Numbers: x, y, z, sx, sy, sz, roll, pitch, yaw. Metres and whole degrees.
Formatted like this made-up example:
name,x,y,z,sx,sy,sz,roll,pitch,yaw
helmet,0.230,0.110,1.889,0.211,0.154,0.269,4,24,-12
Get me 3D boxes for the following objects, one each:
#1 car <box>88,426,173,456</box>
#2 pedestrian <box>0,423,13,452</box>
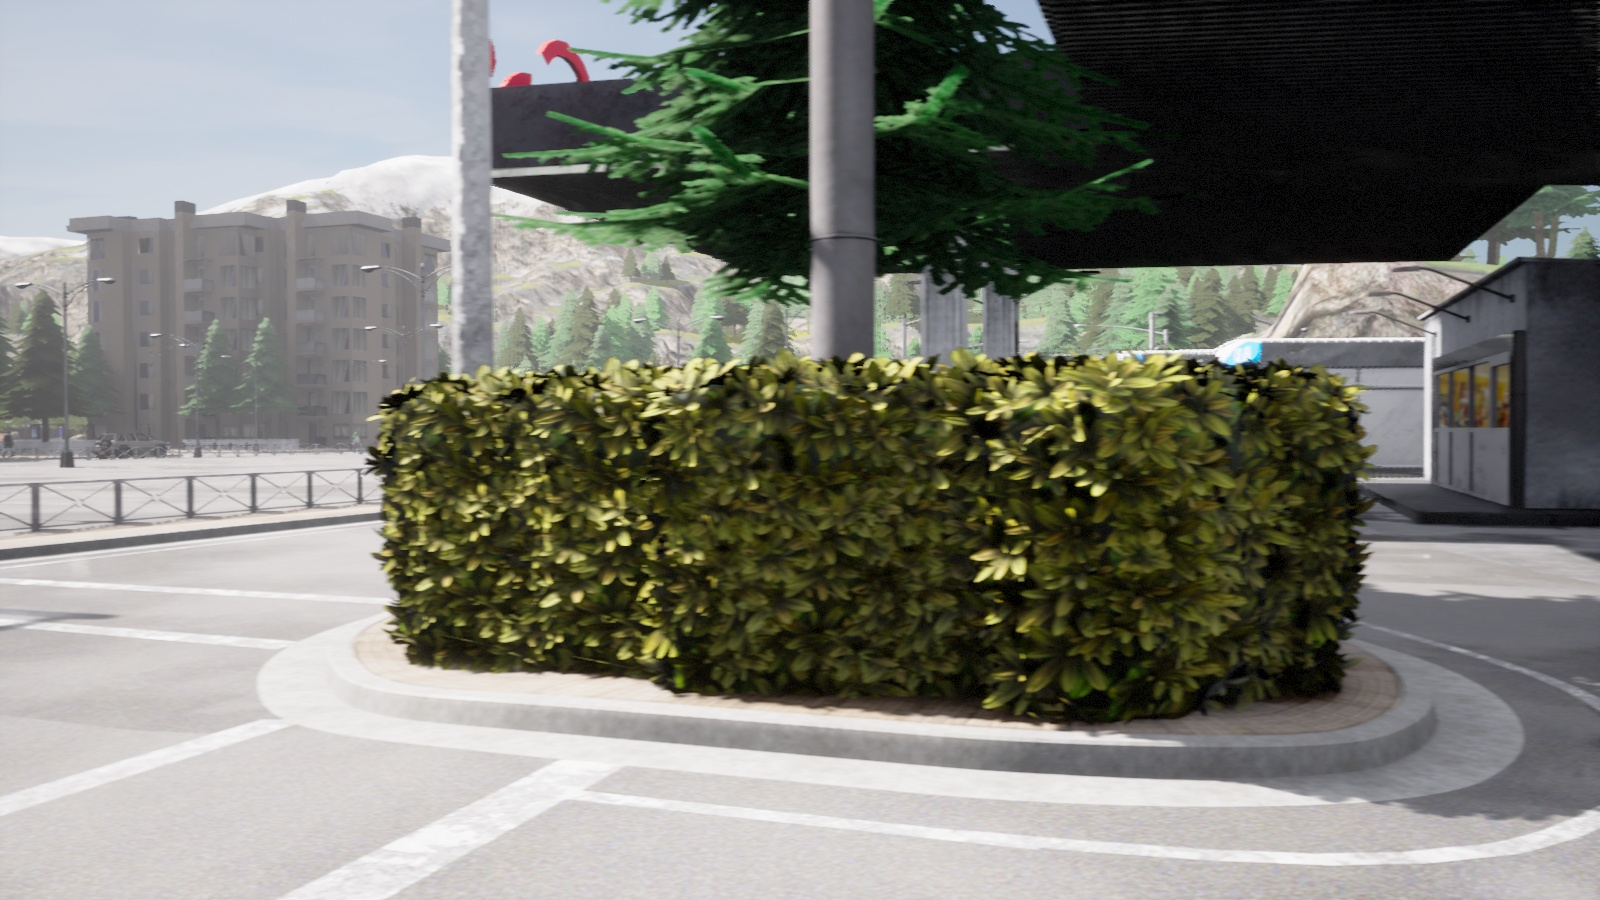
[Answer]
name,x,y,z,sx,sy,sz,roll,pitch,yaw
car,-42.345,-0.610,79.532,1.932,1.855,4.605,1,1,19
pedestrian,-50.655,-0.810,80.165,0.376,1.854,0.720,0,1,1
